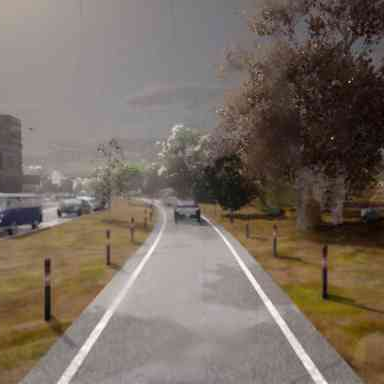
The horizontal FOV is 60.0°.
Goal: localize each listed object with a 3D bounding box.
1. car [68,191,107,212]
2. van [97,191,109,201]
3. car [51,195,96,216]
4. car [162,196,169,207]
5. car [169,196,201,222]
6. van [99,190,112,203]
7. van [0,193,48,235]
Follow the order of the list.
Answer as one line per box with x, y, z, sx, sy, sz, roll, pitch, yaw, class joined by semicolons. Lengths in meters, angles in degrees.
-10.384;0.906;33.630;2.435;2.045;5.566;1;-1;-9;car
-17.723;0.774;66.205;1.878;1.987;4.442;1;-1;-21;van
-9.861;1.245;28.095;2.002;1.452;4.674;0;-1;-5;car
-2.631;1.174;42.001;1.994;1.385;4.181;0;1;-10;car
-0.436;1.287;24.252;2.128;1.511;4.902;0;1;-4;car
-14.486;0.783;55.499;1.878;1.987;4.442;1;-1;-16;van
-9.250;1.069;16.856;1.878;1.987;4.442;0;-1;-2;van
